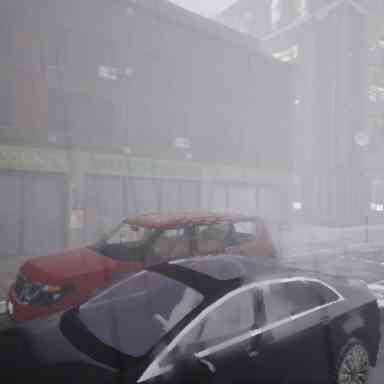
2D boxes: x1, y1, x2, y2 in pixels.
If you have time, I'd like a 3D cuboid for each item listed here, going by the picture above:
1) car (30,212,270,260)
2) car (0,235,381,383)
[{"bbox_3d":[-0.511,1.342,6.178,5.009,1.841,2.192,1,1,-35],"label":"car"},{"bbox_3d":[0.051,1.507,3.417,4.902,1.511,2.128,0,0,-36],"label":"car"}]
